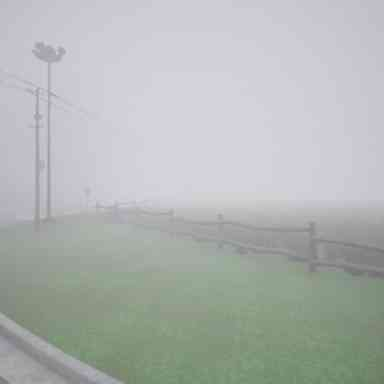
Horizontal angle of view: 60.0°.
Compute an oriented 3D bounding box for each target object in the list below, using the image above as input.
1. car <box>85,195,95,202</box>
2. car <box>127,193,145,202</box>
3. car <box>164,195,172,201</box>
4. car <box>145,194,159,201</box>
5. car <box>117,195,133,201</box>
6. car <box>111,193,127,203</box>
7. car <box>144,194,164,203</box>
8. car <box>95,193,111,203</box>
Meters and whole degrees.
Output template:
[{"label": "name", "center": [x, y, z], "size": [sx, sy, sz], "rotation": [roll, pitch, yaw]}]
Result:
[{"label": "car", "center": [-21.699, 1.489, 72.736], "size": [1.812, 1.442, 4.674], "rotation": [0, 0, 10]}, {"label": "car", "center": [-11.454, 1.444, 70.370], "size": [1.882, 1.535, 5.008], "rotation": [0, 0, 10]}, {"label": "car", "center": [-6.202, 1.357, 80.026], "size": [2.033, 1.411, 5.357], "rotation": [0, 0, 10]}, {"label": "car", "center": [-9.649, 1.294, 80.632], "size": [1.882, 1.535, 5.008], "rotation": [0, 0, 10]}, {"label": "car", "center": [-16.543, 1.354, 81.845], "size": [2.033, 1.411, 5.357], "rotation": [0, 0, 10]}, {"label": "car", "center": [-14.901, 1.465, 70.976], "size": [1.837, 1.490, 4.892], "rotation": [0, 0, 10]}, {"label": "car", "center": [-7.935, 1.531, 70.174], "size": [1.994, 1.385, 4.181], "rotation": [0, 0, 10]}, {"label": "car", "center": [-18.348, 1.442, 71.582], "size": [1.882, 1.535, 5.008], "rotation": [0, 0, 10]}]
